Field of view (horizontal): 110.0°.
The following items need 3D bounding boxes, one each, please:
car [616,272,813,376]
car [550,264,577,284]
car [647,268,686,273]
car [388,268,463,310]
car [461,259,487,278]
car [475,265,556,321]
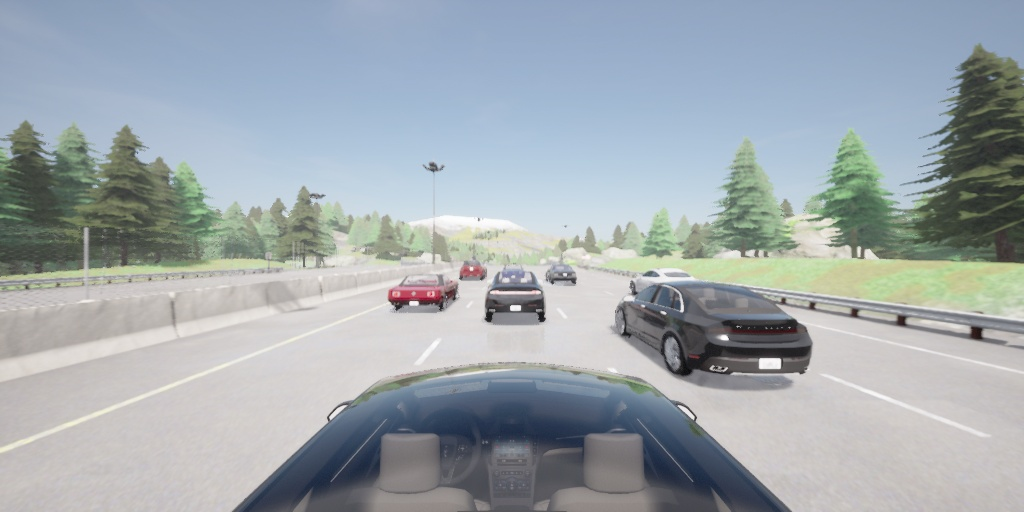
[{"bbox_3d":[3.603,1.258,7.429,1.837,1.490,4.892,0,0,0],"label":"car"},{"bbox_3d":[3.608,1.317,26.897,2.033,1.411,5.357,0,0,0],"label":"car"},{"bbox_3d":[7.092,1.287,16.808,1.812,1.442,4.674,0,0,0],"label":"car"},{"bbox_3d":[-3.394,1.361,14.683,1.895,1.301,4.718,0,0,0],"label":"car"},{"bbox_3d":[-3.389,1.127,32.132,2.097,1.767,4.553,0,0,0],"label":"car"},{"bbox_3d":[0.104,1.249,12.480,2.128,1.511,4.902,0,0,0],"label":"car"}]
